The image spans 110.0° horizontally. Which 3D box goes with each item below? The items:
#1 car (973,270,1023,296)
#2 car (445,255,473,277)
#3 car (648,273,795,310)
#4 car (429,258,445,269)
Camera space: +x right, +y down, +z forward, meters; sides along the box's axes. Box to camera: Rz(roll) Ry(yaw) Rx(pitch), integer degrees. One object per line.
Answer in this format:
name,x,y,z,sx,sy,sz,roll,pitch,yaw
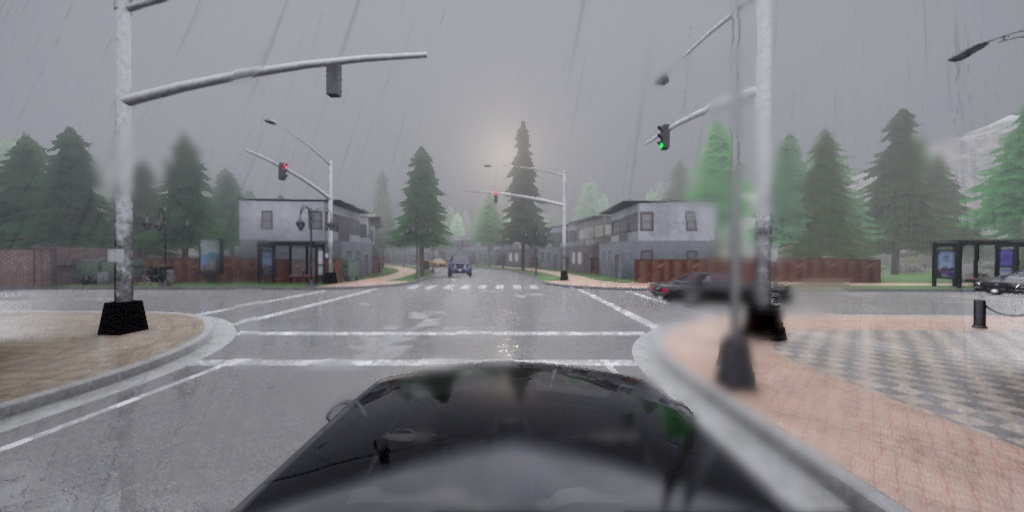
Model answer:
car,25.430,1.262,16.846,5.357,1.411,2.033,0,0,2
car,-4.943,0.895,34.175,2.150,2.045,5.566,0,0,-8
car,7.918,1.320,13.767,4.718,1.301,1.895,0,0,2
car,-11.298,1.124,54.806,1.882,1.535,5.008,0,0,-27
